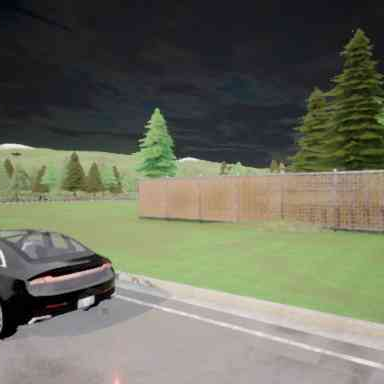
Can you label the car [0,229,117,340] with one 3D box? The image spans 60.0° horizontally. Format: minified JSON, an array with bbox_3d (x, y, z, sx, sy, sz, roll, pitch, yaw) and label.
[{"bbox_3d":[-3.615,1.493,6.574,4.902,1.511,2.128,0,0,35],"label":"car"}]
